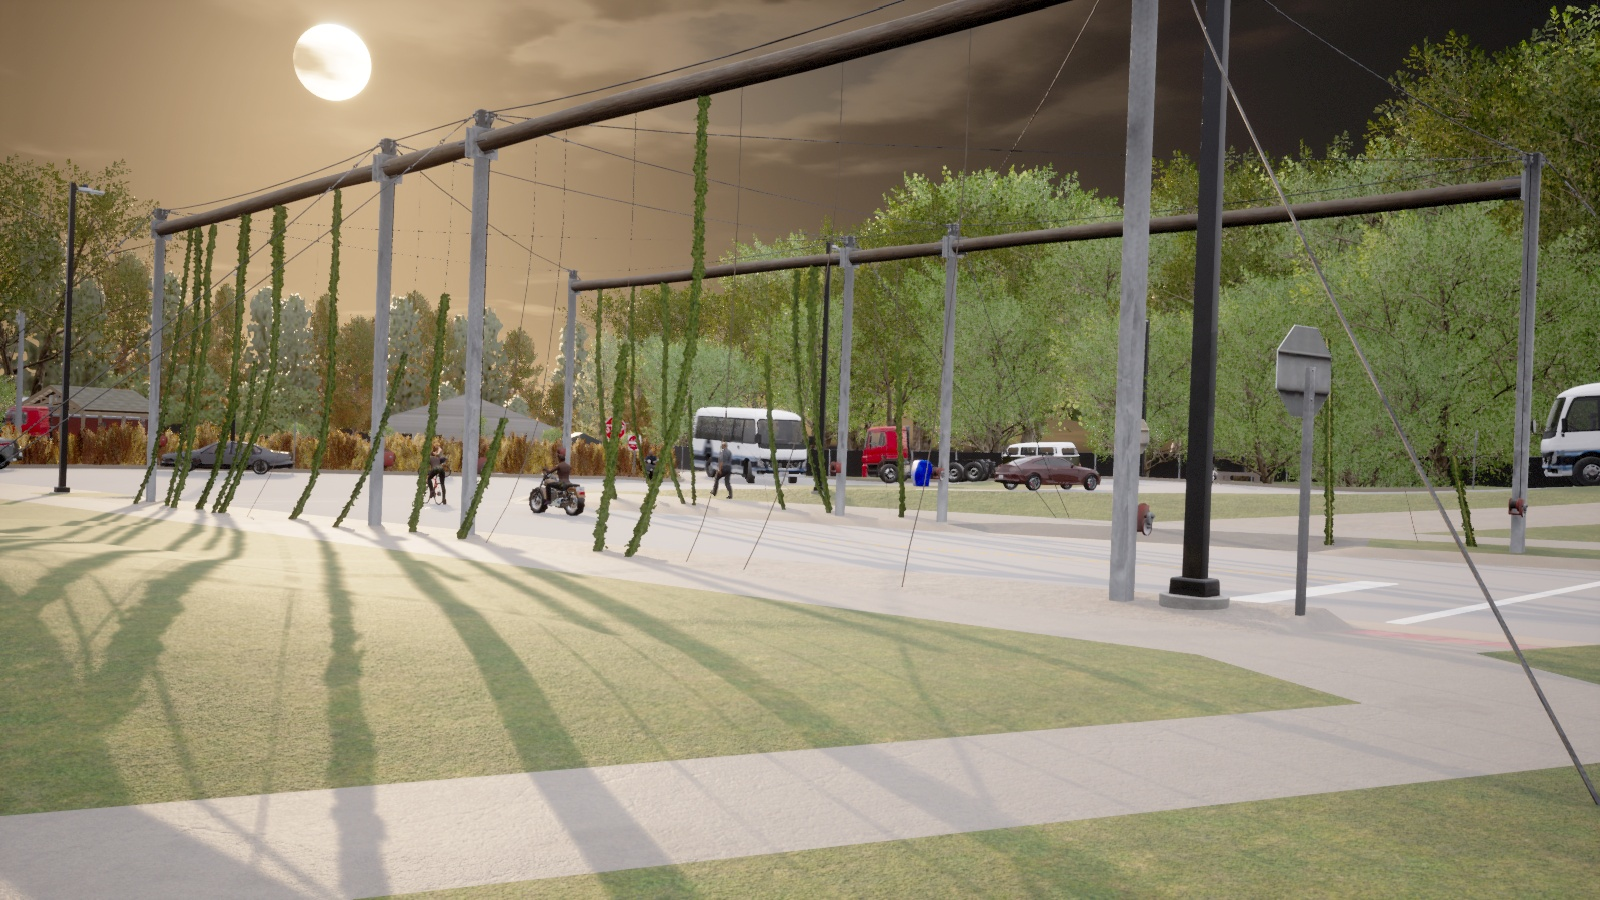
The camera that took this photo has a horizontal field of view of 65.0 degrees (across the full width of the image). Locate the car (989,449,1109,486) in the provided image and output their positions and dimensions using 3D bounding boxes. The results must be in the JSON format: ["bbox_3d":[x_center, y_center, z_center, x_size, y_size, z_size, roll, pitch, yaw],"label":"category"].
[{"bbox_3d":[10.288,0.724,51.931,4.674,1.442,1.812,-1,-1,-25],"label":"car"}]

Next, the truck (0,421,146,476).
[{"bbox_3d":[-47.858,-0.153,82.907,7.936,3.462,2.891,-1,1,-18],"label":"truck"}]

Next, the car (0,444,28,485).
[{"bbox_3d":[-34.777,0.611,51.454,5.027,1.651,2.152,-1,1,-20],"label":"car"}]

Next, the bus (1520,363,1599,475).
[{"bbox_3d":[34.907,-1.489,49.978,10.273,4.253,3.944,-4,-2,24],"label":"bus"}]

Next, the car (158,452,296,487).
[{"bbox_3d":[-24.988,0.853,55.004,5.357,1.411,2.033,1,1,-20],"label":"car"}]

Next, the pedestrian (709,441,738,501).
[{"bbox_3d":[-2.391,0.647,39.058,0.540,1.848,0.694,1,0,-43],"label":"pedestrian"}]

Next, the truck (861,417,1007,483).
[{"bbox_3d":[7.899,0.025,73.963,7.936,3.462,2.891,-3,-1,19],"label":"truck"}]

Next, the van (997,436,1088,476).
[{"bbox_3d":[12.881,0.328,66.970,2.069,2.038,4.480,-2,1,-36],"label":"van"}]

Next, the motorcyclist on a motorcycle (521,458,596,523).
[{"bbox_3d":[-6.378,1.052,33.081,2.350,1.649,0.766,-1,-1,45],"label":"motorcyclist on a motorcycle"}]

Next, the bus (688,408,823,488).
[{"bbox_3d":[-2.823,-0.249,73.638,3.944,4.253,10.273,0,2,-26],"label":"bus"}]
